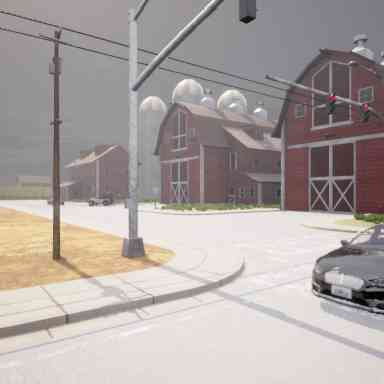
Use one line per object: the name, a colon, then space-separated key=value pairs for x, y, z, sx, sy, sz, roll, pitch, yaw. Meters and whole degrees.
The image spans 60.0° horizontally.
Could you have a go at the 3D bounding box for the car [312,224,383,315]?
car: x=4.618 y=1.480 z=7.265 sx=4.902 sy=1.511 sz=2.128 roll=0 pitch=0 yaw=-35

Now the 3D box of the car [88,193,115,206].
car: x=-13.758 y=1.118 z=50.620 sx=3.866 sy=1.878 sz=1.905 roll=-2 pitch=5 yaw=11

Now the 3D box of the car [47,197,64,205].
car: x=-23.226 y=1.537 z=56.609 sx=1.994 sy=1.385 sz=4.181 roll=0 pitch=0 yaw=-36
